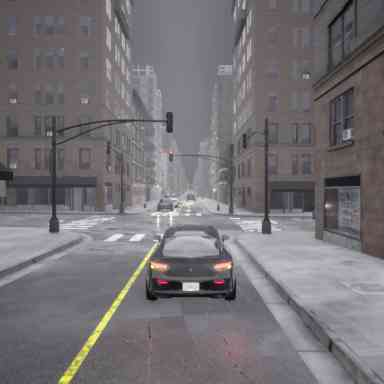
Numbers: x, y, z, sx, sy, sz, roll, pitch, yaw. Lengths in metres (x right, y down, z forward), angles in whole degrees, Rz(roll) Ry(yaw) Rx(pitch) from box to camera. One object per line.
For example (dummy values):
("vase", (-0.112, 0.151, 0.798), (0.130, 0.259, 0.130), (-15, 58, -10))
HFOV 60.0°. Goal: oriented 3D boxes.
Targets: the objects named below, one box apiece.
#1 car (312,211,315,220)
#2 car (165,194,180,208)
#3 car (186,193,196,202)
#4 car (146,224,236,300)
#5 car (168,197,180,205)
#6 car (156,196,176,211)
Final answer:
("car", (12.276, 1.721, 26.856), (5.008, 1.535, 1.882), (1, 0, -1))
("car", (-3.249, 1.292, 50.897), (2.150, 2.045, 5.566), (0, 0, 0))
("car", (-0.248, 1.358, 81.772), (2.150, 2.045, 5.566), (0, 0, 0))
("car", (-0.018, 1.527, 8.236), (1.812, 1.442, 4.674), (0, 0, 0))
("car", (-3.250, 1.639, 61.476), (2.033, 1.411, 5.357), (0, 0, 0))
("car", (-3.236, 1.556, 40.842), (1.837, 1.490, 4.892), (0, 0, -2))
